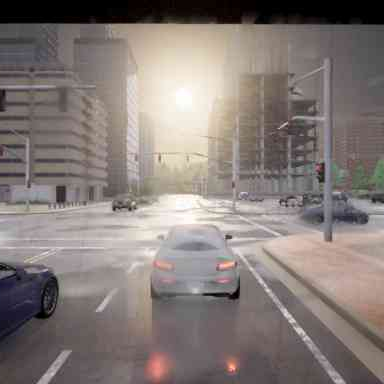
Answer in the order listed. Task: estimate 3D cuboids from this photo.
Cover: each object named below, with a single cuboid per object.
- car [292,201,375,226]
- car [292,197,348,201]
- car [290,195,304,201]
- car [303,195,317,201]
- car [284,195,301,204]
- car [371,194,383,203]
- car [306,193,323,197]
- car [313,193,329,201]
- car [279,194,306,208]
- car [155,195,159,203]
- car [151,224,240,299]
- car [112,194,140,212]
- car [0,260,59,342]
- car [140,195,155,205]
[{"bbox_3d":[9.673,1.525,22.980,4.674,1.442,1.812,0,0,2],"label":"car"},{"bbox_3d":[12.102,1.491,30.112,4.902,1.511,2.128,0,0,0],"label":"car"},{"bbox_3d":[24.289,1.395,76.914,1.970,1.475,3.806,0,0,0],"label":"car"},{"bbox_3d":[27.184,1.364,76.926,1.784,1.438,3.905,0,0,0],"label":"car"},{"bbox_3d":[18.591,1.395,61.785,1.970,1.475,3.806,0,0,0],"label":"car"},{"bbox_3d":[35.487,1.153,61.954,1.932,1.855,4.605,0,0,0],"label":"car"},{"bbox_3d":[15.966,1.156,44.306,1.905,1.878,3.866,0,0,0],"label":"car"},{"bbox_3d":[29.867,1.153,76.989,1.932,1.855,4.605,0,0,0],"label":"car"},{"bbox_3d":[13.071,1.153,44.347,1.932,1.855,4.605,0,0,0],"label":"car"},{"bbox_3d":[-8.205,1.478,72.203,1.882,1.535,5.008,0,0,0],"label":"car"},{"bbox_3d":[0.072,1.526,8.303,1.812,1.442,4.674,0,0,0],"label":"car"},{"bbox_3d":[-8.039,1.221,39.942,2.150,2.045,5.566,0,0,-1],"label":"car"},{"bbox_3d":[-3.441,1.526,4.429,1.812,1.442,4.674,0,0,0],"label":"car"},{"bbox_3d":[-8.165,1.351,57.134,2.097,1.767,4.553,0,0,0],"label":"car"}]
